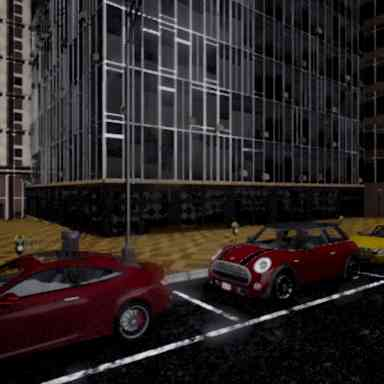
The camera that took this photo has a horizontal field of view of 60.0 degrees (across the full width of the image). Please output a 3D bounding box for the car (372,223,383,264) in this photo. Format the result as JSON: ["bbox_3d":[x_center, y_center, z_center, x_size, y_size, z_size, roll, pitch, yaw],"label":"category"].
[{"bbox_3d":[6.850,1.641,11.454,4.829,1.417,1.752,1,-1,-35],"label":"car"}]

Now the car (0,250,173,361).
[{"bbox_3d":[-2.266,1.591,4.951,4.206,1.307,1.802,1,-1,-35],"label":"car"}]

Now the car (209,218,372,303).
[{"bbox_3d":[2.362,1.503,8.253,4.097,1.590,1.967,1,-1,-35],"label":"car"}]
